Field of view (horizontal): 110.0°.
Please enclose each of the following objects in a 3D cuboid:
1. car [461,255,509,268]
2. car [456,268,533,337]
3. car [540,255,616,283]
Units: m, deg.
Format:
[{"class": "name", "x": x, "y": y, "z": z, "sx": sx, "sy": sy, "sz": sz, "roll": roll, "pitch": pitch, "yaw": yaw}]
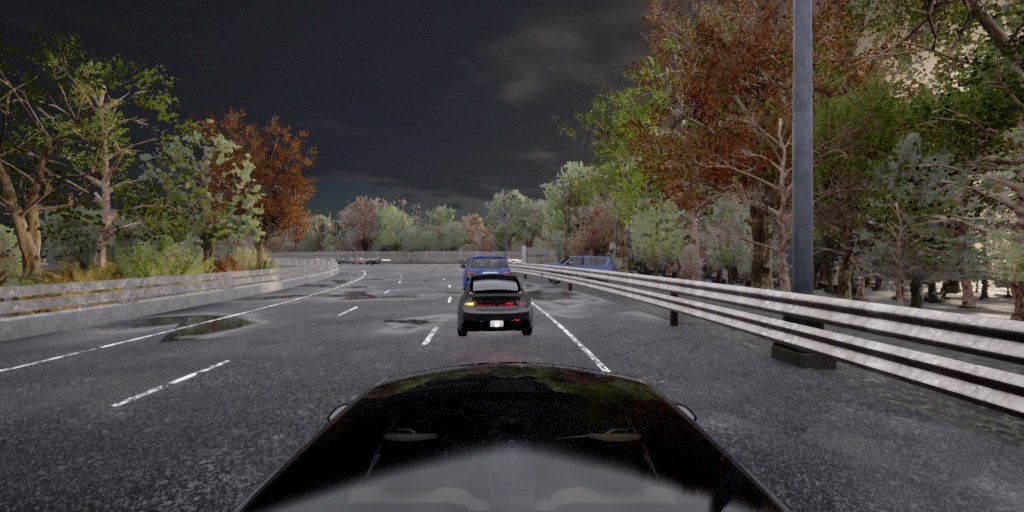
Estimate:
[{"class": "car", "x": -1.329, "y": 0.971, "z": 17.844, "sx": 2.150, "sy": 2.045, "sz": 5.566, "roll": 0, "pitch": 0, "yaw": -9}, {"class": "car", "x": -0.554, "y": 1.254, "z": 10.366, "sx": 1.837, "sy": 1.490, "sz": 4.892, "roll": 0, "pitch": 0, "yaw": -5}, {"class": "car", "x": 4.800, "y": 0.969, "z": 26.182, "sx": 5.566, "sy": 2.045, "sz": 2.150, "roll": 3, "pitch": 1, "yaw": -3}]
